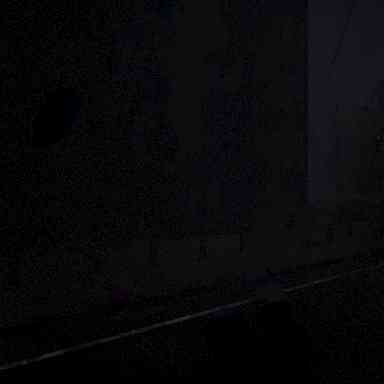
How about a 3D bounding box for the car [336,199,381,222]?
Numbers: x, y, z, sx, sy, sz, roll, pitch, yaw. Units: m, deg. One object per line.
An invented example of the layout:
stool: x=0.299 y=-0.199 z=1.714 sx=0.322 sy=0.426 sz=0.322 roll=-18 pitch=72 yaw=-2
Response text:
car: x=12.782 y=1.337 z=23.733 sx=2.097 sy=1.767 sz=4.553 roll=0 pitch=0 yaw=-35
